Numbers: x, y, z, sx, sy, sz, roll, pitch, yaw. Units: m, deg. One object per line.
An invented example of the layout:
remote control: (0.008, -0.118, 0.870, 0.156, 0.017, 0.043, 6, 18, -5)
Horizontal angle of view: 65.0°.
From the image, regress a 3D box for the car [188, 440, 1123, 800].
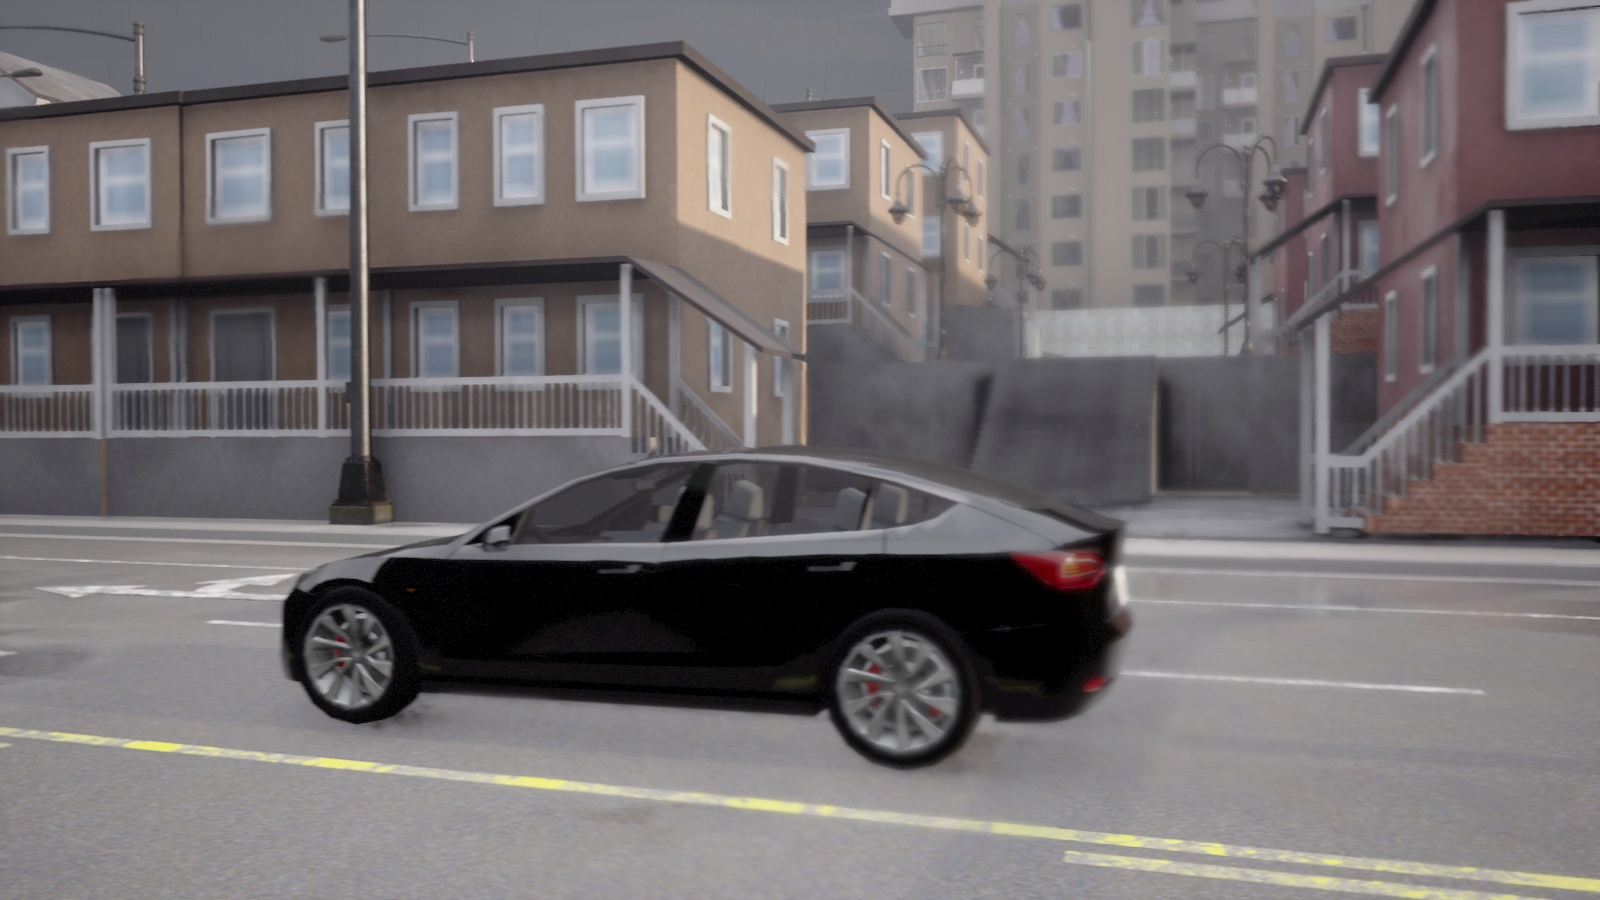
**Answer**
car: (-0.721, 0.710, 7.120, 4.792, 1.488, 2.163, 1, 1, 18)
